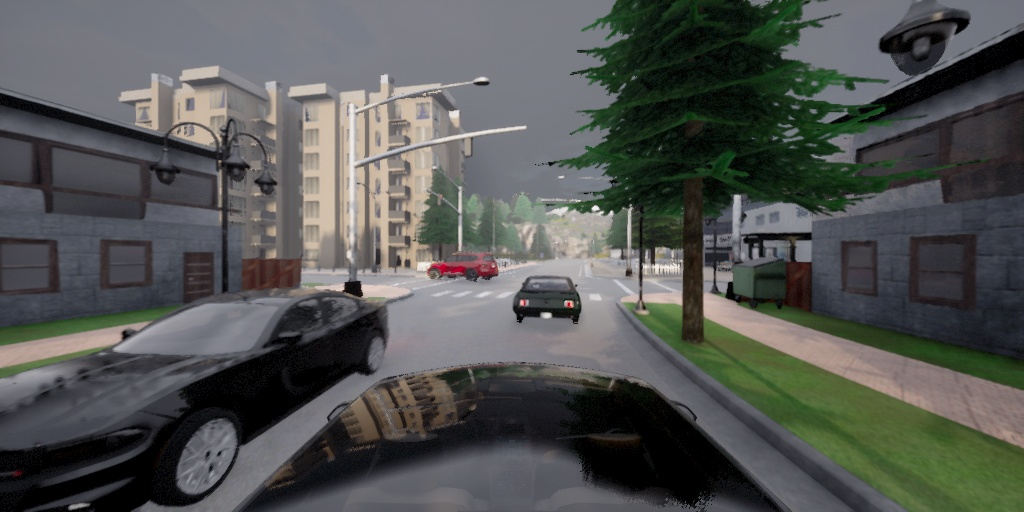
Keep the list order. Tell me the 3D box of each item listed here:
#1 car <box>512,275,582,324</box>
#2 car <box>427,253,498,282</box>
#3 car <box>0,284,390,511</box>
[{"bbox_3d":[1.229,1.283,11.827,1.895,1.301,4.718,1,1,8],"label":"car"},{"bbox_3d":[-3.713,0.822,26.841,5.566,2.045,2.150,0,-1,28],"label":"car"},{"bbox_3d":[-3.301,1.202,4.618,1.882,1.535,5.008,0,0,4],"label":"car"}]
